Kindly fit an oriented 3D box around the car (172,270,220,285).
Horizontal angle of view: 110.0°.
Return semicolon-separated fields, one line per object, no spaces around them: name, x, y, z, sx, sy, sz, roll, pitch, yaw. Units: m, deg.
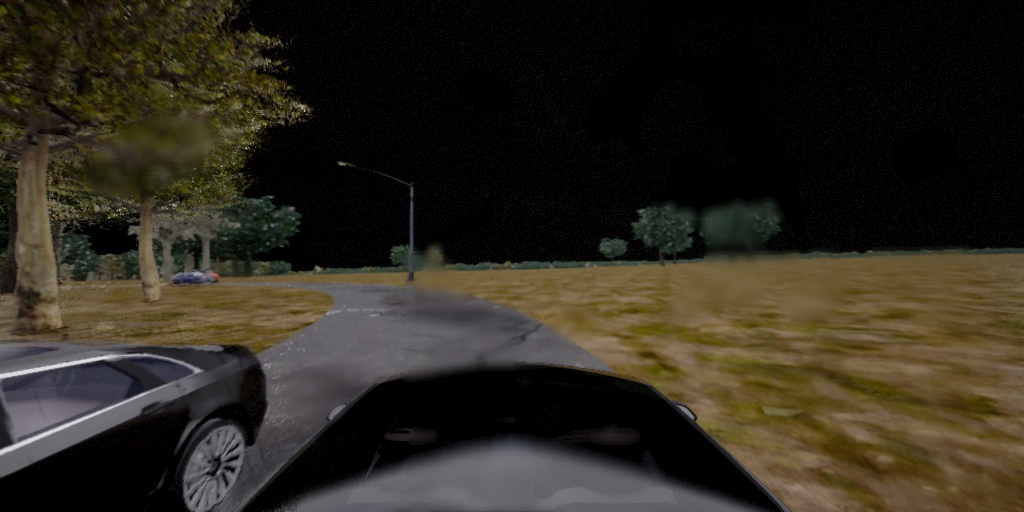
car;-35.002;2.409;39.557;4.674;1.442;1.812;-1;-2;10

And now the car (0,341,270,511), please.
car;-3.231;1.287;1.455;2.128;1.511;4.902;-1;0;-2

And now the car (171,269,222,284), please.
car;-39.081;2.503;44.463;4.553;1.767;2.097;-1;-2;4
